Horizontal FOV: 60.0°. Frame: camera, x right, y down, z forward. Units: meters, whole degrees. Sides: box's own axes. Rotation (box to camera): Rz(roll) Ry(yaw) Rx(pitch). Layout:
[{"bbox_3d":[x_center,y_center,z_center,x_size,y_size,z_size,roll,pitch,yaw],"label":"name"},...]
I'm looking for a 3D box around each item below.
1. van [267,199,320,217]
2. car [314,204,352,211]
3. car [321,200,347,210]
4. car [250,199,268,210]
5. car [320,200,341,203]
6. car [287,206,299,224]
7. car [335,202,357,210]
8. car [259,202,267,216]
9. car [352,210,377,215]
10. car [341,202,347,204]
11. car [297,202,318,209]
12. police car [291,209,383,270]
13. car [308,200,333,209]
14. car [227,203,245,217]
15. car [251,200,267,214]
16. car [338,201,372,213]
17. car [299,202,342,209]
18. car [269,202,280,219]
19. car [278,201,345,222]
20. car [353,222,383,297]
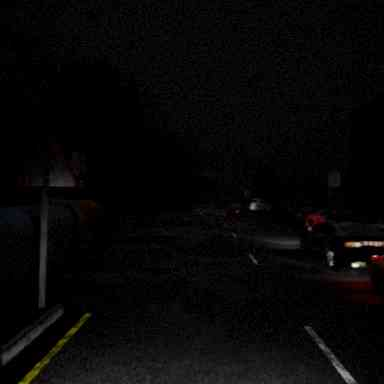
[{"bbox_3d":[10.432,1.902,34.187,4.442,1.987,1.878,3,-1,-18],"label":"van"},{"bbox_3d":[9.771,1.808,19.134,4.553,1.767,2.185,3,-1,-18],"label":"car"},{"bbox_3d":[33.434,3.016,78.615,2.435,2.045,5.566,2,-2,-20],"label":"car"},{"bbox_3d":[10.725,2.025,46.176,5.566,2.045,2.435,2,-1,-18],"label":"car"},{"bbox_3d":[24.200,2.568,61.731,2.435,2.045,5.566,2,0,-19],"label":"car"},{"bbox_3d":[10.009,2.049,25.137,4.674,1.452,2.002,2,0,-18],"label":"car"},{"bbox_3d":[36.428,3.222,78.643,2.185,1.767,4.553,2,-2,-20],"label":"car"},{"bbox_3d":[10.416,2.201,37.143,4.674,1.452,2.002,3,0,-18],"label":"car"},{"bbox_3d":[9.570,1.612,13.125,5.566,2.045,2.435,3,0,-18],"label":"car"},{"bbox_3d":[27.109,2.925,61.747,2.163,1.488,4.792,1,0,-20],"label":"car"},{"bbox_3d":[27.345,3.137,78.693,2.163,1.488,4.792,2,-1,-19],"label":"car"},{"bbox_3d":[5.390,1.685,12.086,1.930,1.638,5.238,1,-1,2],"label":"police car"},{"bbox_3d":[30.375,2.936,78.678,2.435,2.045,5.566,2,-1,-19],"label":"car"},{"bbox_3d":[5.172,2.045,39.539,1.882,1.535,5.008,1,0,2],"label":"car"},{"bbox_3d":[10.331,2.188,40.090,5.366,1.575,1.946,2,0,-18],"label":"car"},{"bbox_3d":[30.082,2.723,61.733,2.435,2.045,5.566,1,0,-20],"label":"car"},{"bbox_3d":[9.877,1.845,22.133,4.553,1.767,2.185,2,-1,-18],"label":"car"},{"bbox_3d":[10.206,2.084,31.145,5.008,1.535,2.097,3,-1,-18],"label":"car"},{"bbox_3d":[10.150,1.922,28.144,4.553,1.767,2.185,2,0,-18],"label":"car"},{"bbox_3d":[5.184,1.650,6.169,1.801,1.575,5.366,1,-1,2],"label":"car"}]
